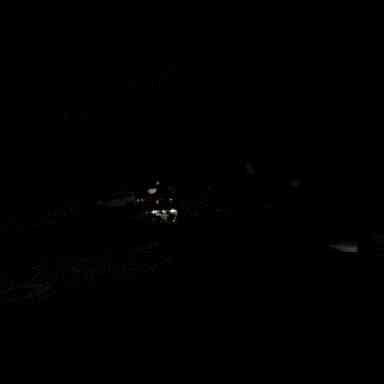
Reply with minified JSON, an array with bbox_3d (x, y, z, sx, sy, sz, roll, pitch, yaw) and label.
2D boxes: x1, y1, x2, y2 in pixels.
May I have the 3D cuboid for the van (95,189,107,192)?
[{"bbox_3d":[-12.024,0.954,48.265,4.442,1.987,1.878,-6,3,-35],"label":"van"}]

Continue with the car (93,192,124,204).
[{"bbox_3d":[-14.318,1.020,57.031,4.674,1.452,2.002,-6,3,-35],"label":"car"}]

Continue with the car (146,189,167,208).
[{"bbox_3d":[-3.540,0.921,37.924,2.097,1.767,4.553,-4,2,-16],"label":"car"}]

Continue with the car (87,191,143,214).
[{"bbox_3d":[-8.717,1.172,36.739,5.566,2.045,2.435,-6,3,-35],"label":"car"}]

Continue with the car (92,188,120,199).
[{"bbox_3d":[-19.907,0.307,77.305,5.566,2.045,2.435,-6,3,-35],"label":"car"}]

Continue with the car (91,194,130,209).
[{"bbox_3d":[-11.113,1.272,45.455,4.674,1.452,2.002,-6,3,-35],"label":"car"}]

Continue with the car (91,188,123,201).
[{"bbox_3d":[-17.505,0.481,68.616,5.566,2.045,2.435,-6,3,-35],"label":"car"}]

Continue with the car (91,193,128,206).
[{"bbox_3d":[-12.710,1.105,51.239,5.008,1.535,2.097,-6,3,-35],"label":"car"}]

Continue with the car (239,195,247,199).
[{"bbox_3d":[4.268,0.983,24.486,2.097,1.767,4.553,-4,3,-14],"label":"car"}]

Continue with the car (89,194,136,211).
[{"bbox_3d":[-10.152,1.276,42.668,5.366,1.575,1.946,-6,3,-35],"label":"car"}]

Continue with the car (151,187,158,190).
[{"bbox_3d":[-5.862,0.287,61.760,1.837,1.490,4.892,-4,2,-15],"label":"car"}]

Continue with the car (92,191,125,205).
[{"bbox_3d":[-13.559,0.920,54.116,4.553,1.767,2.185,-6,3,-35],"label":"car"}]

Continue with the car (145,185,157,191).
[{"bbox_3d":[-8.644,-0.352,71.301,2.150,2.045,5.566,-4,2,-16],"label":"car"}]

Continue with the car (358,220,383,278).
[{"bbox_3d":[5.952,1.424,9.186,1.812,1.442,4.674,-3,0,16],"label":"car"}]
